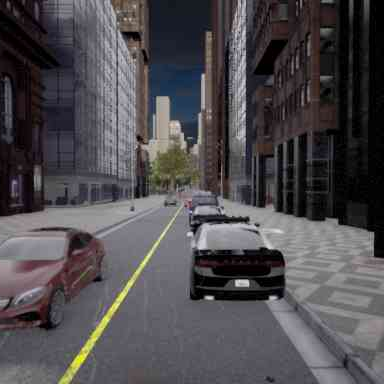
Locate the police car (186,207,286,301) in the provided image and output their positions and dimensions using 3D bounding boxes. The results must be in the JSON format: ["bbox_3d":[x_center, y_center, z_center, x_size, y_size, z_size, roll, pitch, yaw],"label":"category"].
[{"bbox_3d":[0.891,1.420,8.499,1.930,1.638,5.238,0,0,0],"label":"police car"}]

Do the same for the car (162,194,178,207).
[{"bbox_3d":[-3.150,1.449,49.408,1.837,1.490,4.892,0,0,0],"label":"car"}]

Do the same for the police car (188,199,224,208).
[{"bbox_3d":[0.879,1.413,18.500,1.930,1.638,5.238,0,0,0],"label":"police car"}]

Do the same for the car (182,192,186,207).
[{"bbox_3d":[-0.007,1.298,48.728,2.097,1.767,4.553,0,0,0],"label":"car"}]

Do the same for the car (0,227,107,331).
[{"bbox_3d":[-3.107,1.522,7.026,1.812,1.442,4.674,0,0,0],"label":"car"}]

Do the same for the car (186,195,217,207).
[{"bbox_3d":[0.873,1.206,24.419,2.150,2.045,5.566,0,0,0],"label":"car"}]
